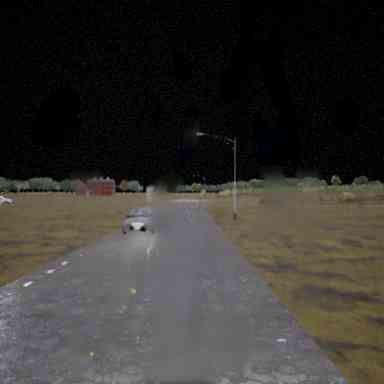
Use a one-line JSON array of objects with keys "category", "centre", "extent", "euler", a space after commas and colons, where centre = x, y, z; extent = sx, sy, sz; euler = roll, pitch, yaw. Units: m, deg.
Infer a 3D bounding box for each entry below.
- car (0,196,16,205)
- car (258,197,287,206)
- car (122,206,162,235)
[{"category": "car", "centre": [-33.574, 1.478, 58.633], "extent": [4.674, 1.442, 1.812], "euler": [1, -1, 0]}, {"category": "car", "centre": [14.283, 1.596, 58.673], "extent": [5.008, 1.535, 1.882], "euler": [0, -1, 0]}, {"category": "car", "centre": [-2.848, 1.617, 19.781], "extent": [2.128, 1.511, 4.902], "euler": [0, 0, 0]}]
